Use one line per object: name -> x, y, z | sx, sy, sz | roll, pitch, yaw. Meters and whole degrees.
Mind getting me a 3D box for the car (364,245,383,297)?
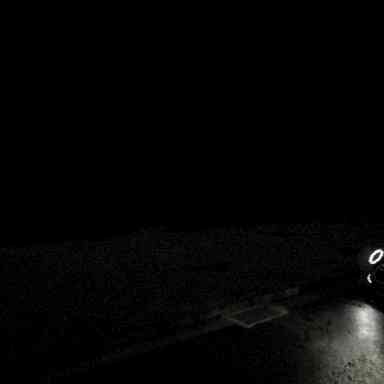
car -> 5.837, 1.352, 7.409 | 4.553, 1.767, 2.097 | 0, 0, -35
